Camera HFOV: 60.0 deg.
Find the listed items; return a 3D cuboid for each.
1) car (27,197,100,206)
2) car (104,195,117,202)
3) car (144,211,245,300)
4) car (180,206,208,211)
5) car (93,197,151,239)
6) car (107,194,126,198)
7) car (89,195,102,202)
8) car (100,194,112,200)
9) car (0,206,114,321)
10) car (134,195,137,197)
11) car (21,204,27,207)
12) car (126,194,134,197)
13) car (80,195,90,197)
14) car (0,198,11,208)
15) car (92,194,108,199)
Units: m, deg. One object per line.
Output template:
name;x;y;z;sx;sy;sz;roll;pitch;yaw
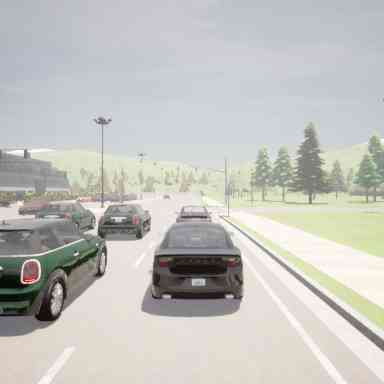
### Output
car;-6.919;1.352;18.531;2.097;1.767;4.553;0;0;0
car;-19.657;1.478;80.066;1.882;1.535;5.008;0;0;0
car;0.112;1.478;8.478;1.882;1.535;5.008;0;0;0
car;0.096;1.491;17.896;2.128;1.511;4.902;0;0;0
car;-3.415;1.352;17.551;2.097;1.767;4.553;0;0;0
car;-16.170;1.500;71.721;1.837;1.490;4.892;0;0;0
car;-23.157;1.552;79.806;1.994;1.385;4.181;0;0;0
car;-23.141;1.355;89.966;2.097;1.767;4.553;0;0;0
car;-3.389;1.352;7.428;2.097;1.767;4.553;0;0;0
car;-16.140;1.525;90.900;2.128;1.511;4.902;0;0;0
car;-15.418;1.525;33.016;1.812;1.442;4.674;0;0;-2
car;-16.155;1.355;80.896;2.097;1.767;4.553;0;0;0
car;-23.170;1.355;71.476;2.097;1.767;4.553;0;0;0
car;-28.242;1.505;46.835;4.892;1.490;1.837;0;3;-21
car;-19.670;1.552;71.312;1.994;1.385;4.181;0;0;0
